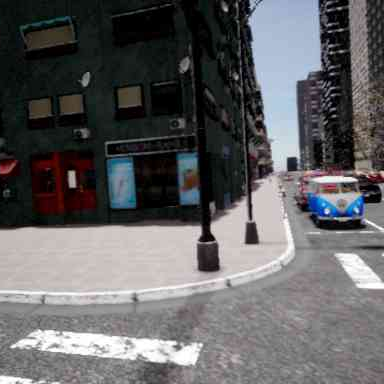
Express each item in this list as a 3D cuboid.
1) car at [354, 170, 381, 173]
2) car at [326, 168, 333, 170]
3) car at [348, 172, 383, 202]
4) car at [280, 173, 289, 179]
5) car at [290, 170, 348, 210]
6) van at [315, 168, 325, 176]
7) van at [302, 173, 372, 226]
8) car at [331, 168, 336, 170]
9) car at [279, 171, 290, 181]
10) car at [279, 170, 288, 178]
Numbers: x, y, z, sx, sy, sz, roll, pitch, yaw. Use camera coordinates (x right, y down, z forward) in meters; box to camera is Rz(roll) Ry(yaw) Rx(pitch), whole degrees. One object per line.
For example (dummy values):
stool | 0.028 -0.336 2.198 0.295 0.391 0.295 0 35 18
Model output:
car | 20.429 -1.830 38.170 1.967 1.590 4.097 -3 3 14
car | 25.750 -3.115 59.592 1.802 1.307 4.206 -3 3 14
car | 10.274 -0.244 20.861 1.882 1.535 5.008 -3 3 14
car | 21.617 -3.781 77.696 1.947 1.339 4.313 -3 3 14
car | 6.992 -0.101 18.791 2.192 1.841 5.009 -2 3 14
van | 31.050 -4.776 80.996 1.690 1.788 3.998 -3 3 14
van | 5.665 0.284 13.439 1.690 1.788 3.998 -2 3 14
car | 24.420 -2.796 54.237 1.887 1.381 4.507 -3 3 14
car | 17.625 -2.840 61.627 1.967 1.590 4.097 -3 3 14
car | 24.260 -4.739 88.390 2.192 1.841 5.009 -3 3 14
